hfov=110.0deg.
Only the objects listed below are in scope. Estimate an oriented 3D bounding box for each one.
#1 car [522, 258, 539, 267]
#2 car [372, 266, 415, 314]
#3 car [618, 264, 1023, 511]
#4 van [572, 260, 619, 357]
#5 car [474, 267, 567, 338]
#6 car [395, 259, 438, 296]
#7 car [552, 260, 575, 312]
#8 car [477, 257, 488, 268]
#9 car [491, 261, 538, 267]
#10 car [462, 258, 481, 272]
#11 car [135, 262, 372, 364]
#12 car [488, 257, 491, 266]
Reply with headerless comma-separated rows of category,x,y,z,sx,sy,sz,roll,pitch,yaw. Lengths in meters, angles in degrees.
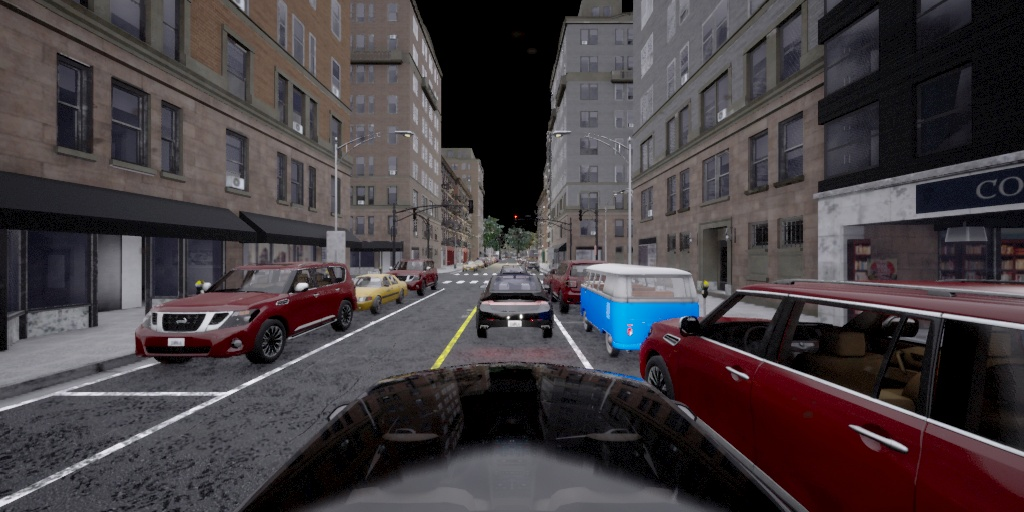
car,2.670,1.297,46.633,2.007,1.370,4.403,0,0,0
car,-5.391,1.275,13.782,1.751,1.417,4.829,0,0,0
car,2.638,1.065,2.587,2.192,1.841,5.009,0,0,0
van,2.642,1.091,8.266,1.690,1.789,3.998,0,0,0
car,0.079,1.241,10.140,2.128,1.511,4.902,0,0,0
car,-5.388,1.063,19.631,2.192,1.841,5.009,0,0,0
car,2.646,1.064,13.945,2.192,1.841,5.009,0,0,0
car,-5.371,1.272,57.432,1.751,1.417,4.829,0,0,0
car,0.082,1.240,20.191,2.128,1.511,4.902,0,0,-1
car,-5.383,1.272,46.468,1.751,1.417,4.829,0,0,0
car,-5.394,1.064,8.274,2.192,1.841,5.009,0,0,0
car,-5.365,1.061,63.084,2.192,1.841,5.009,0,0,0
